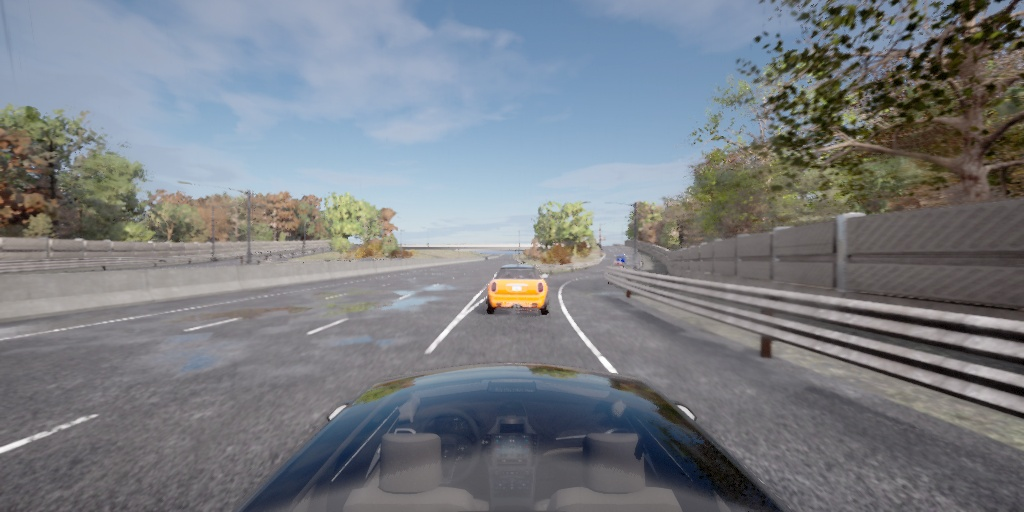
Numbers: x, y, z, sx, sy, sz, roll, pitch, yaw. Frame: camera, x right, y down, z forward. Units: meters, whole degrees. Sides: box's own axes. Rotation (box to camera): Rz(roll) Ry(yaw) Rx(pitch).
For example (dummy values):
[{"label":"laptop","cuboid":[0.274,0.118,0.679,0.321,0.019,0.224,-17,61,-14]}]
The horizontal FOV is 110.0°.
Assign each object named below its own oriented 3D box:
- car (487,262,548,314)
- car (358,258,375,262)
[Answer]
[{"label":"car","cuboid":[0.334,1.108,14.090,2.097,1.767,4.553,0,0,5]},{"label":"car","cuboid":[-24.526,1.139,60.280,2.097,1.767,4.553,0,0,0]}]
